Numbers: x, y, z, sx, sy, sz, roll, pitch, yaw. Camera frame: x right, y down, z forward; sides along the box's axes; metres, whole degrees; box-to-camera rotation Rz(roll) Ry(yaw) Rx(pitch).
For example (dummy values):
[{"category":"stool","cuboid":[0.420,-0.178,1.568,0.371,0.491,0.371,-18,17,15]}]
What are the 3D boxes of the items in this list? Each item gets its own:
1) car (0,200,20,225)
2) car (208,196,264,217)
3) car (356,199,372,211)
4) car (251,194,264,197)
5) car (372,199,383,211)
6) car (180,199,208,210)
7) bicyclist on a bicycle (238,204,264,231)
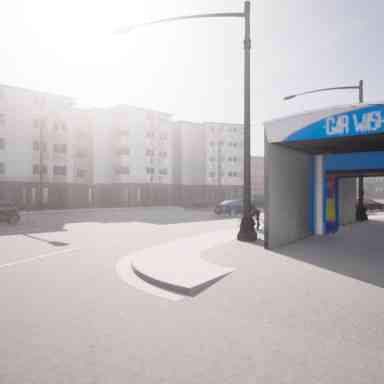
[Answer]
[{"category":"car","cuboid":[-13.870,1.351,21.810,2.097,1.767,4.553,0,0,30]},{"category":"car","cuboid":[4.301,1.477,31.872,5.008,1.535,1.882,0,0,-37]},{"category":"car","cuboid":[15.680,1.601,34.090,4.718,1.301,1.895,0,0,-22]},{"category":"car","cuboid":[7.550,1.223,42.202,5.566,2.045,2.150,0,0,-25]},{"category":"car","cuboid":[20.858,1.526,39.539,4.674,1.442,1.812,0,0,-18]},{"category":"car","cuboid":[0.849,1.601,42.419,4.718,1.301,1.895,0,0,-32]},{"category":"bicyclist on a bicycle","cuboid":[3.224,1.301,18.277,1.656,1.620,0.582,0,0,38]}]
